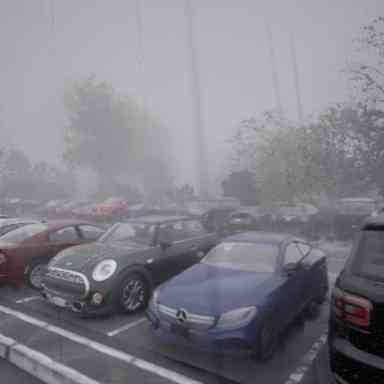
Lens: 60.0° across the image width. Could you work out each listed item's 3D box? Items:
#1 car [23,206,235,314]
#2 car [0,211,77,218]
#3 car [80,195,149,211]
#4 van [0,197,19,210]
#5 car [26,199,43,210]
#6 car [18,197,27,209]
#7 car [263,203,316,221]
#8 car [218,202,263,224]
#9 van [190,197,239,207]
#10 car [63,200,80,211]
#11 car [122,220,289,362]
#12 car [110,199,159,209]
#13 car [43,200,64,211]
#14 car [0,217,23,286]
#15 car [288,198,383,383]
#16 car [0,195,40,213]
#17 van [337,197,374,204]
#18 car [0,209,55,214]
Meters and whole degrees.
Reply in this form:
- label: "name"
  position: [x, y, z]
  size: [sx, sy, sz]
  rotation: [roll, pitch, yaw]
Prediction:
- label: "car"
  position: [-1.102, 1.384, 7.852]
  size: [2.185, 1.767, 4.553]
  rotation: [-1, 0, 35]
- label: "car"
  position: [-5.731, 1.598, 11.092]
  size: [2.002, 1.452, 4.674]
  rotation: [-1, 0, 35]
- label: "car"
  position: [-5.545, 1.300, 26.344]
  size: [2.435, 2.045, 5.566]
  rotation: [1, 0, 35]
- label: "van"
  position: [-10.388, 1.349, 14.539]
  size: [1.878, 1.987, 4.442]
  rotation: [0, 0, 35]
- label: "car"
  position: [-12.335, 1.477, 31.201]
  size: [2.231, 1.521, 4.892]
  rotation: [1, 0, 35]
- label: "car"
  position: [-17.050, 1.423, 34.531]
  size: [2.097, 1.535, 5.008]
  rotation: [1, 0, 35]
- label: "car"
  position: [5.983, 1.385, 18.162]
  size: [2.185, 1.767, 4.553]
  rotation: [-1, 0, 35]
- label: "car"
  position: [3.820, 1.563, 19.773]
  size: [2.163, 1.488, 4.792]
  rotation: [-1, -1, 35]
- label: "van"
  position: [1.426, 1.332, 21.287]
  size: [1.878, 1.987, 4.442]
  rotation: [-1, 0, 35]
- label: "car"
  position: [-7.852, 1.556, 27.977]
  size: [2.163, 1.488, 4.792]
  rotation: [1, 0, 35]
- label: "car"
  position: [1.188, 1.525, 6.194]
  size: [2.002, 1.452, 4.674]
  rotation: [-1, 0, 35]
- label: "car"
  position: [-3.222, 1.574, 24.724]
  size: [2.097, 1.535, 5.008]
  rotation: [1, 0, 35]
- label: "car"
  position: [-10.155, 1.530, 29.611]
  size: [2.163, 1.488, 4.792]
  rotation: [1, 0, 35]
- label: "car"
  position: [-3.428, 1.533, 9.456]
  size: [2.097, 1.535, 5.008]
  rotation: [-1, 0, 35]
- label: "car"
  position: [3.505, 1.210, 4.583]
  size: [2.435, 2.045, 5.566]
  rotation: [-1, 0, 35]
- label: "car"
  position: [-19.266, 1.273, 36.070]
  size: [2.185, 1.767, 4.553]
  rotation: [1, 0, 35]
- label: "van"
  position: [8.472, 1.260, 16.579]
  size: [1.878, 1.987, 4.442]
  rotation: [-1, 0, 35]
- label: "car"
  position: [-8.041, 1.617, 12.735]
  size: [2.002, 1.452, 4.674]
  rotation: [-1, 0, 35]
